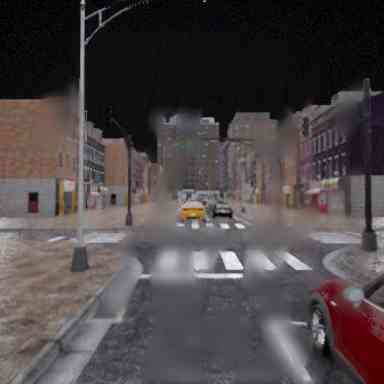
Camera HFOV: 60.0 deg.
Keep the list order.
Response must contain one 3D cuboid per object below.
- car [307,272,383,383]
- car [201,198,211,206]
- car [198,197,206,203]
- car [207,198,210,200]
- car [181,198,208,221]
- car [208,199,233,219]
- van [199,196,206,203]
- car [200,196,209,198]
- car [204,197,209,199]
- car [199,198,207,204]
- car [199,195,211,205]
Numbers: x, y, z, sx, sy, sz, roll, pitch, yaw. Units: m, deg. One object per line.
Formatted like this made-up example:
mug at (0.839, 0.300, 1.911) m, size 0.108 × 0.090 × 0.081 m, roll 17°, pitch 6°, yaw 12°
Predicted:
car at (2.662, 1.443, 3.339) m, size 1.967 × 1.590 × 4.097 m, roll 2°, pitch 0°, yaw 0°
car at (2.631, 1.822, 62.880) m, size 1.752 × 1.417 × 4.829 m, roll 1°, pitch -1°, yaw 0°
car at (2.618, 2.123, 89.899) m, size 1.887 × 1.381 × 4.507 m, roll 1°, pitch -1°, yaw 0°
car at (2.642, 1.660, 35.523) m, size 1.947 × 1.339 × 4.313 m, roll 1°, pitch 0°, yaw 0°
car at (0.091, 1.532, 27.393) m, size 1.882 × 1.535 × 5.008 m, roll 0°, pitch 0°, yaw 0°
car at (2.645, 1.633, 30.086) m, size 1.947 × 1.339 × 4.313 m, roll 1°, pitch 0°, yaw 0°
van at (2.625, 1.856, 84.464) m, size 1.690 × 1.788 × 3.998 m, roll 1°, pitch -1°, yaw 0°
car at (2.635, 1.770, 51.835) m, size 1.947 × 1.339 × 4.313 m, roll 1°, pitch 0°, yaw 0°
car at (2.641, 1.653, 41.129) m, size 1.752 × 1.417 × 4.829 m, roll 1°, pitch 0°, yaw 0°
car at (2.623, 2.037, 79.023) m, size 1.802 × 1.307 × 4.206 m, roll 1°, pitch -1°, yaw 0°
car at (2.633, 1.660, 68.150) m, size 2.192 × 1.841 × 5.009 m, roll 1°, pitch -1°, yaw 0°
